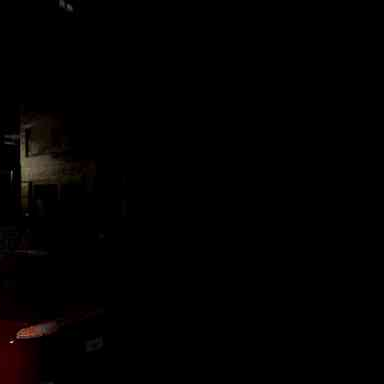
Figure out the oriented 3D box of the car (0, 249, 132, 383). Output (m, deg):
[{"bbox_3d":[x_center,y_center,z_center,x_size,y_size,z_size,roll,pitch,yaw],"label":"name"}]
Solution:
[{"bbox_3d":[-2.883,1.524,4.947,4.507,1.381,1.887,0,-1,36],"label":"car"}]
